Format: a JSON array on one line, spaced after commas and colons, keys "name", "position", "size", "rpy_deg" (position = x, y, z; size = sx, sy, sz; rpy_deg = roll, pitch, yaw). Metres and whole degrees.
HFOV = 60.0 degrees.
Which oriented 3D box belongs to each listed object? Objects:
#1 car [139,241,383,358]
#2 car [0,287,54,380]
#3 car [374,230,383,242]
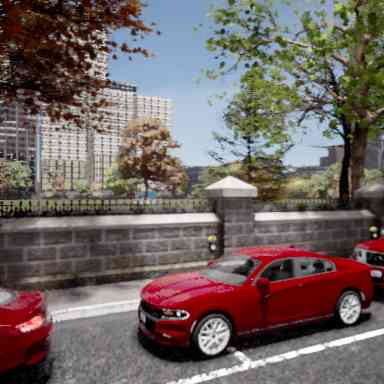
[{"name": "car", "position": [1.280, 1.708, 6.112], "size": [4.507, 1.381, 1.887], "rpy_deg": [0, -2, -25]}, {"name": "car", "position": [-3.818, 1.705, 3.722], "size": [4.206, 1.307, 1.802], "rpy_deg": [0, -2, -25]}, {"name": "car", "position": [6.380, 1.519, 8.506], "size": [5.009, 1.841, 2.192], "rpy_deg": [0, -2, -25]}]
